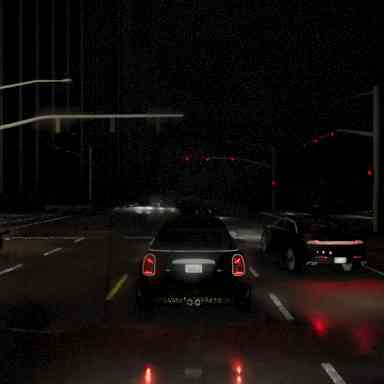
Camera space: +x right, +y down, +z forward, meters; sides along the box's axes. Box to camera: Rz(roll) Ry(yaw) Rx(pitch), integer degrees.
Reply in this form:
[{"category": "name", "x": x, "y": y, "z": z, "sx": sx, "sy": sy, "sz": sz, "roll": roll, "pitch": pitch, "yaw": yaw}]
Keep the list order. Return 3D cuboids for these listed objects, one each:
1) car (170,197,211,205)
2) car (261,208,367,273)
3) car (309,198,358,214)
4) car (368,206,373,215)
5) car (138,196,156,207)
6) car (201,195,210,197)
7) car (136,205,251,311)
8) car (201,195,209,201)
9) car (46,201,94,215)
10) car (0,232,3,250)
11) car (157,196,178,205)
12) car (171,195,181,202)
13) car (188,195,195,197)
[{"category": "car", "x": 0.218, "y": 1.535, "z": 31.982, "sx": 1.837, "sy": 1.490, "sz": 4.892, "roll": -2, "pitch": 1, "yaw": -36}, {"category": "car", "x": 3.600, "y": 1.492, "z": 10.729, "sx": 2.128, "sy": 1.511, "sz": 4.902, "roll": 0, "pitch": 0, "yaw": -3}, {"category": "car", "x": 14.609, "y": 1.407, "z": 34.669, "sx": 4.553, "sy": 1.767, "sz": 2.097, "roll": 0, "pitch": 0, "yaw": 2}, {"category": "car", "x": 19.120, "y": 1.560, "z": 31.116, "sx": 4.892, "sy": 1.490, "sz": 1.837, "roll": 0, "pitch": 0, "yaw": 0}, {"category": "car", "x": -7.189, "y": 1.601, "z": 51.979, "sx": 1.895, "sy": 1.301, "sz": 4.718, "roll": 0, "pitch": 0, "yaw": 0}, {"category": "car", "x": 3.359, "y": 1.500, "z": 77.817, "sx": 1.837, "sy": 1.490, "sz": 4.892, "roll": 0, "pitch": 0, "yaw": 0}, {"category": "car", "x": 0.043, "y": 1.352, "z": 7.919, "sx": 2.097, "sy": 1.767, "sz": 4.553, "roll": 0, "pitch": 0, "yaw": 0}, {"category": "car", "x": 3.341, "y": 1.478, "z": 87.916, "sx": 1.882, "sy": 1.535, "sz": 5.008, "roll": 0, "pitch": 0, "yaw": 0}, {"category": "car", "x": -12.850, "y": 1.651, "z": 35.100, "sx": 4.718, "sy": 1.301, "sz": 1.895, "roll": 0, "pitch": 0, "yaw": -15}, {"category": "car", "x": -7.116, "y": 1.526, "z": 9.161, "sx": 1.812, "sy": 1.442, "sz": 4.674, "roll": 0, "pitch": 0, "yaw": 0}, {"category": "car", "x": -3.687, "y": 1.352, "z": 50.504, "sx": 2.097, "sy": 1.767, "sz": 4.553, "roll": 0, "pitch": 0, "yaw": 0}, {"category": "car", "x": -3.641, "y": 1.525, "z": 77.919, "sx": 2.033, "sy": 1.411, "sz": 5.357, "roll": 0, "pitch": 0, "yaw": 0}, {"category": "car", "x": -0.141, "y": 1.478, "z": 77.833, "sx": 1.882, "sy": 1.535, "sz": 5.008, "roll": 0, "pitch": 0, "yaw": 0}]
